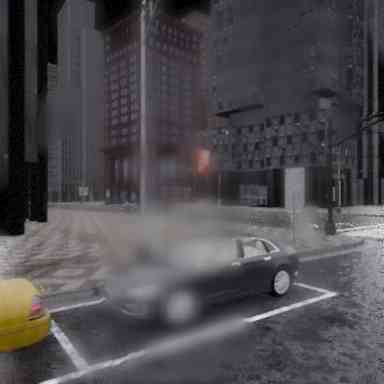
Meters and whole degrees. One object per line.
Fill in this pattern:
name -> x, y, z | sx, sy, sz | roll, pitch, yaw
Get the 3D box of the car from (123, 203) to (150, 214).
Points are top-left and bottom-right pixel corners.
car -> -8.314, 2.295, 47.729 | 1.837, 1.490, 4.892 | 0, -1, -36

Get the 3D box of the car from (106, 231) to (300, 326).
car -> 0.420, 1.547, 6.951 | 4.403, 1.369, 2.008 | 0, 0, -36

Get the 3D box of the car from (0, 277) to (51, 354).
car -> -4.206, 1.526, 3.650 | 4.829, 1.417, 1.752 | 0, 0, -36

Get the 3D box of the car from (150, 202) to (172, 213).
car -> -4.723, 2.227, 48.297 | 1.882, 1.535, 5.008 | 0, -1, -36
